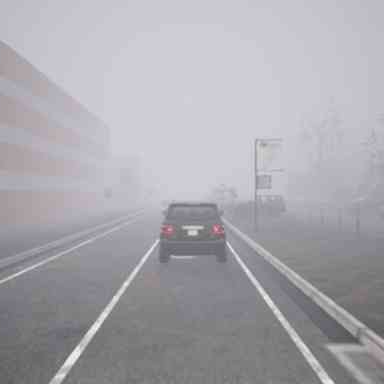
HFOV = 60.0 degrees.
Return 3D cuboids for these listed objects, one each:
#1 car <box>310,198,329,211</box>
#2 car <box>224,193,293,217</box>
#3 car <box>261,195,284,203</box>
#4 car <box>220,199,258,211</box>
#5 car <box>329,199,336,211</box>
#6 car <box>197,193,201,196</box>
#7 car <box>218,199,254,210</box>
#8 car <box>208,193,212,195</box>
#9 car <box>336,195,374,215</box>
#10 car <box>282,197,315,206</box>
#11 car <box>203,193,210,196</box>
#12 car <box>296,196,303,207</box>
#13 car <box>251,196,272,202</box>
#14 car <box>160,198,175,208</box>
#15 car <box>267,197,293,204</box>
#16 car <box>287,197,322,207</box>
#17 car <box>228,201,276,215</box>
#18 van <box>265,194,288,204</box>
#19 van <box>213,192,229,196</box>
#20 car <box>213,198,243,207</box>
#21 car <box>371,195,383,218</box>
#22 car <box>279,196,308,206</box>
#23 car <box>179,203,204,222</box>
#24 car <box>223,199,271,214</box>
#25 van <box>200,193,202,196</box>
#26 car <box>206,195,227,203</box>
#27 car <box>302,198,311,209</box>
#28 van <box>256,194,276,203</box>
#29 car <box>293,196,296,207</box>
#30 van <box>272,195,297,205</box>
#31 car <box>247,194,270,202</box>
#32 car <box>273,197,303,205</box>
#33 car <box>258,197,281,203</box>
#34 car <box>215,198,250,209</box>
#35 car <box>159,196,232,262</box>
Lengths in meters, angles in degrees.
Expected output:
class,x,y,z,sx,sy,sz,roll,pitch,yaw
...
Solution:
class,x,y,z,sx,sy,sz,roll,pitch,yaw
car,18.566,1.636,43.237,4.892,1.521,2.231,0,0,-1
car,6.178,1.327,31.632,5.566,2.045,2.435,0,0,-1
car,17.986,1.638,74.416,4.553,1.767,2.185,0,0,-1
car,6.003,1.674,42.933,4.674,1.452,2.002,0,0,-1
car,18.682,1.610,37.592,4.892,1.521,2.231,0,0,-1
car,5.071,1.417,93.804,5.566,2.045,2.435,0,1,-1
car,5.958,1.686,45.758,4.674,1.452,2.002,0,0,-1
car,5.684,1.590,62.711,4.553,1.767,2.185,0,0,-1
car,18.696,1.344,34.893,5.566,2.045,2.435,0,0,-1
car,18.311,1.694,57.478,5.008,1.535,2.097,0,0,-1
car,5.581,1.488,68.362,5.566,2.045,2.435,0,0,-1
car,18.465,1.658,48.884,5.008,1.535,2.097,0,0,-1
car,17.815,1.777,85.720,5.008,1.535,2.097,0,1,-1
car,-3.635,1.706,50.409,1.895,1.301,4.718,0,-6,0
car,18.125,1.741,68.646,4.892,1.521,2.231,0,0,-1
car,18.371,1.682,54.655,5.008,1.535,2.097,0,0,-1
car,6.154,1.634,34.456,4.674,1.452,2.002,0,0,-1
van,18.186,1.526,71.473,4.442,1.987,1.878,0,0,-1
van,5.971,1.444,51.412,4.442,1.987,1.878,0,0,-1
car,5.801,1.721,54.234,4.674,1.452,2.002,0,0,-1
car,18.764,1.429,29.112,4.553,1.767,2.185,0,0,-1
car,18.297,1.580,60.302,4.553,1.767,2.185,0,0,-1
car,-0.037,1.726,29.231,1.994,1.385,4.181,0,0,0
car,6.101,1.609,37.283,5.008,1.535,2.097,0,0,-1
van,5.266,1.480,90.982,4.442,1.987,1.878,0,1,-1
car,5.483,1.637,74.012,4.553,1.767,2.185,0,0,-1
car,18.515,1.646,46.061,5.008,1.535,2.097,0,0,-1
van,17.802,1.560,79.939,4.442,1.987,1.878,0,0,-1
car,18.448,1.699,51.708,4.792,1.488,2.163,0,0,-1
van,18.284,1.502,65.824,4.442,1.987,1.878,0,0,-1
car,17.742,1.491,88.550,5.566,2.045,2.435,0,1,-1
car,18.221,1.717,63.124,5.008,1.535,2.097,0,0,-1
car,18.002,1.804,77.114,4.792,1.488,2.163,0,0,-1
car,5.875,1.687,48.583,4.792,1.488,2.163,0,0,-1
car,0.039,1.299,12.493,2.150,2.045,5.566,0,0,0
